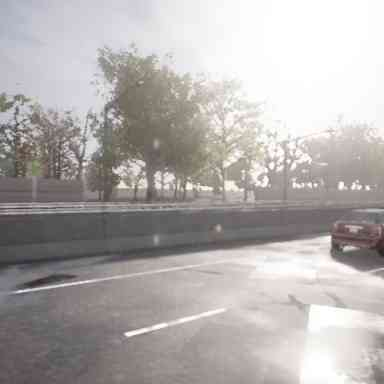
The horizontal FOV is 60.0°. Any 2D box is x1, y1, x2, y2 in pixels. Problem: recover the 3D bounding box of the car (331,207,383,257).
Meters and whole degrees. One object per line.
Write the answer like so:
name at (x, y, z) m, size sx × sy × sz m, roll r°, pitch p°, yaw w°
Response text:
car at (7.803, 1.485, 13.723) m, size 4.553 × 1.767 × 2.097 m, roll 1°, pitch -1°, yaw -35°
